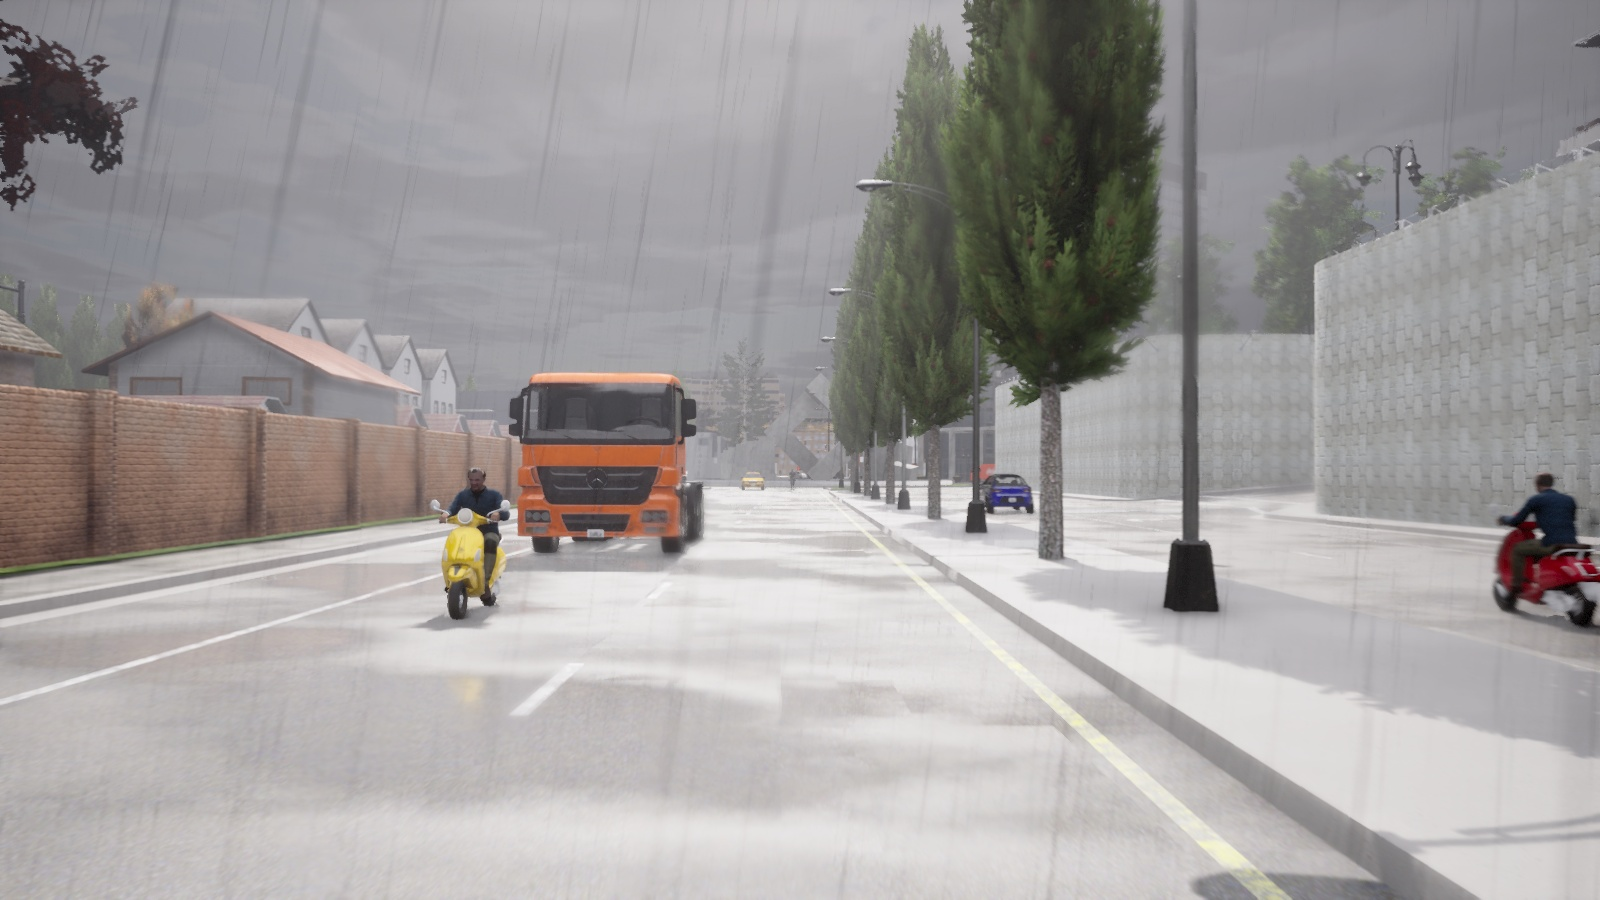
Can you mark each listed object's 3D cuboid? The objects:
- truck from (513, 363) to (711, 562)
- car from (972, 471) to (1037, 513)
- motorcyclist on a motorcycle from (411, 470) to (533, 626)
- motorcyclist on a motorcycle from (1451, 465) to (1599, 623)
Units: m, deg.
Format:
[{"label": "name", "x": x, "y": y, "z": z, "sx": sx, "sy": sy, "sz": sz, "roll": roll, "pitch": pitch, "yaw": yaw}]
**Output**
[{"label": "truck", "x": -3.567, "y": 0.280, "z": 25.895, "sx": 2.891, "sy": 3.462, "sz": 7.936, "roll": 0, "pitch": -1, "yaw": 0}, {"label": "car", "x": 7.879, "y": 1.591, "z": 48.750, "sx": 1.816, "sy": 1.474, "sz": 4.193, "roll": -1, "pitch": 0, "yaw": 0}, {"label": "motorcyclist on a motorcycle", "x": -3.534, "y": 1.012, "z": 13.705, "sx": 0.866, "sy": 1.590, "sz": 1.817, "roll": 0, "pitch": -1, "yaw": 0}, {"label": "motorcyclist on a motorcycle", "x": 7.967, "y": 0.964, "z": 13.599, "sx": 0.866, "sy": 1.590, "sz": 1.817, "roll": 0, "pitch": -1, "yaw": 0}]
